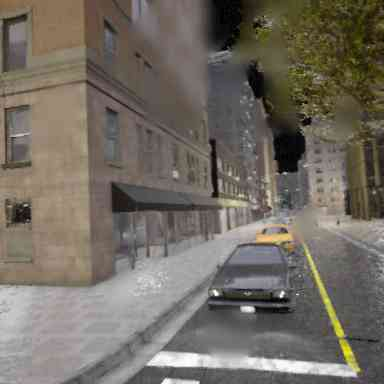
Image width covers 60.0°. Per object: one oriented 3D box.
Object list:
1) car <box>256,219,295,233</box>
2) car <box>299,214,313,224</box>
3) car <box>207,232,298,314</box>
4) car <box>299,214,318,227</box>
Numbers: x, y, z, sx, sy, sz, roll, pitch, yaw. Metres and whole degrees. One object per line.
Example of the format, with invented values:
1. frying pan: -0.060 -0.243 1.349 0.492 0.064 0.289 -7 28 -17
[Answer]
1. car: 4.736 2.562 18.699 1.882 1.535 5.008 -4 -4 16
2. car: 18.478 4.331 54.225 1.837 1.490 4.892 -4 -4 16
3. car: 1.925 2.129 9.306 2.033 1.411 5.357 -4 -4 18
4. car: 15.651 3.793 44.389 2.128 1.511 4.902 -4 -4 16
